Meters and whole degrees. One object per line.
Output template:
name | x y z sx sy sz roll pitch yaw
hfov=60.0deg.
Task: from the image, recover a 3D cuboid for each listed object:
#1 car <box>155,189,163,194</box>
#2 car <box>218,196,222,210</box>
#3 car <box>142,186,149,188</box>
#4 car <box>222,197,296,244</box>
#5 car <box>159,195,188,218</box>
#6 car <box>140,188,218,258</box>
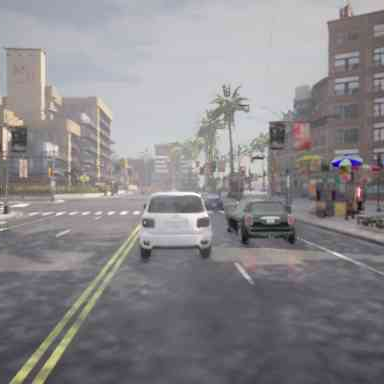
car | -8.824 -0.180 88.829 2.033 1.411 5.357 0 1 -3
car | 1.787 0.910 31.066 1.812 1.442 4.674 0 1 -3
car | -12.289 -0.472 88.134 2.150 2.045 5.566 0 1 -3
car | 2.790 1.060 14.429 2.097 1.767 4.553 0 1 -3
car | -1.452 1.036 26.158 2.033 1.411 5.357 0 1 -3
car | -0.580 0.986 11.891 2.150 2.045 5.566 0 1 -3
